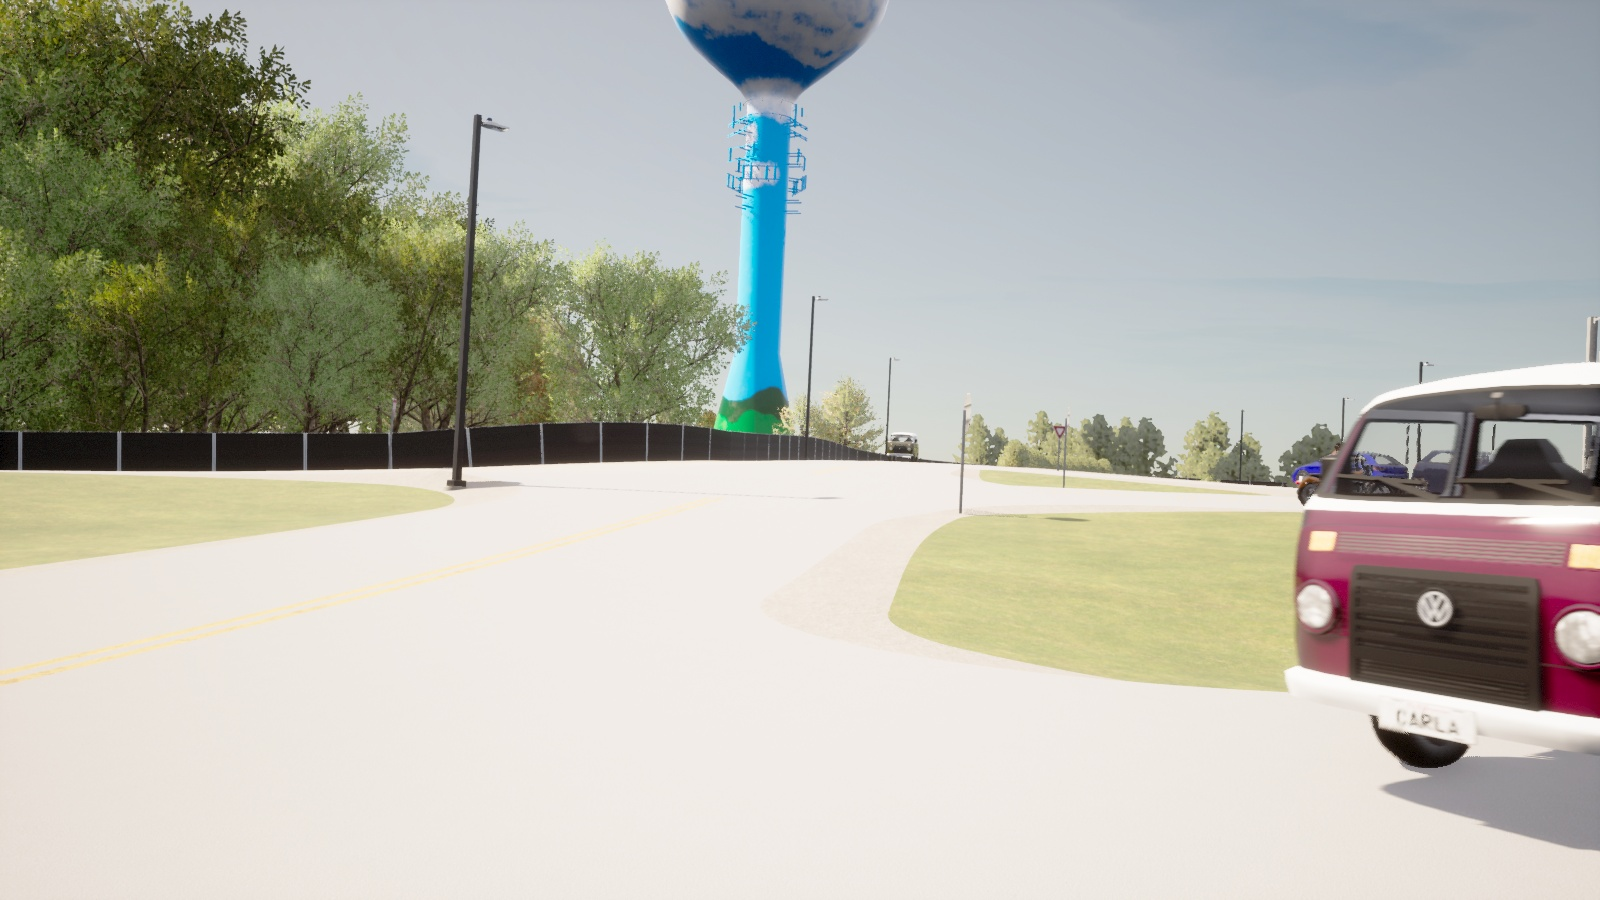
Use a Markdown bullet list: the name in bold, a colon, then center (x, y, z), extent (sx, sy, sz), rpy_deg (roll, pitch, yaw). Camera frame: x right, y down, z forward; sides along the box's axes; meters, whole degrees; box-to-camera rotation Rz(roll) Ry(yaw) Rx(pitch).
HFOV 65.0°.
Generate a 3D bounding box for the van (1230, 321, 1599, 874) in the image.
- **van**: center (4.572, 0.560, 6.328), extent (4.480, 2.038, 2.069), rpy_deg (0, -1, -29)

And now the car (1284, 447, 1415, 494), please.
- **car**: center (19.755, 0.699, 45.333), extent (1.816, 1.474, 4.193), rpy_deg (3, 0, -23)

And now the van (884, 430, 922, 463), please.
- **van**: center (6.929, -0.217, 84.174), extent (2.069, 2.038, 4.480), rpy_deg (2, 0, 10)

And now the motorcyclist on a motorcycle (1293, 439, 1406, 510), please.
- **motorcyclist on a motorcycle**: center (13.276, 0.576, 30.403), extent (2.350, 1.649, 0.766), rpy_deg (1, 1, 9)
